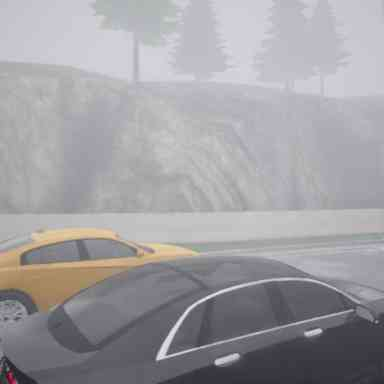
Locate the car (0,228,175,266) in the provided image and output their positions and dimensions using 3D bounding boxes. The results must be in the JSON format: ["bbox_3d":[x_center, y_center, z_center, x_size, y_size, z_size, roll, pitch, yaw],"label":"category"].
[{"bbox_3d":[-2.038,1.455,6.480,5.008,1.535,1.882,0,0,-33],"label":"car"}]

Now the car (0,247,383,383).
[{"bbox_3d":[0.601,1.497,3.733,4.892,1.490,1.837,0,0,-32],"label":"car"}]
